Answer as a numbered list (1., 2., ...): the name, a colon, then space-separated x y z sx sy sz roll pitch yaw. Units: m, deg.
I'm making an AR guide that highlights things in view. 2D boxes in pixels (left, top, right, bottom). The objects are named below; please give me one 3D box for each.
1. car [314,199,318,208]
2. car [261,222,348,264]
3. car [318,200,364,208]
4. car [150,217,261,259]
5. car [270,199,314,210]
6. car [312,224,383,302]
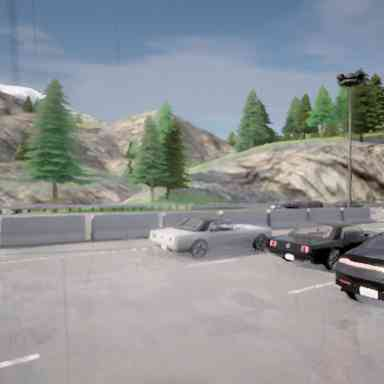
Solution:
1. car: 15.245 1.652 44.168 4.902 1.511 2.128 0 0 -23
2. car: 4.777 1.647 10.999 4.718 1.301 1.895 0 0 -32
3. car: 17.031 1.673 37.322 4.892 1.490 1.837 1 -1 -23
4. car: 0.903 1.620 12.696 4.718 1.301 1.895 0 0 -33
5. car: 11.254 1.618 38.544 4.902 1.511 2.128 1 0 -25
6. car: 5.081 1.535 7.032 4.902 1.511 2.128 0 0 -33
